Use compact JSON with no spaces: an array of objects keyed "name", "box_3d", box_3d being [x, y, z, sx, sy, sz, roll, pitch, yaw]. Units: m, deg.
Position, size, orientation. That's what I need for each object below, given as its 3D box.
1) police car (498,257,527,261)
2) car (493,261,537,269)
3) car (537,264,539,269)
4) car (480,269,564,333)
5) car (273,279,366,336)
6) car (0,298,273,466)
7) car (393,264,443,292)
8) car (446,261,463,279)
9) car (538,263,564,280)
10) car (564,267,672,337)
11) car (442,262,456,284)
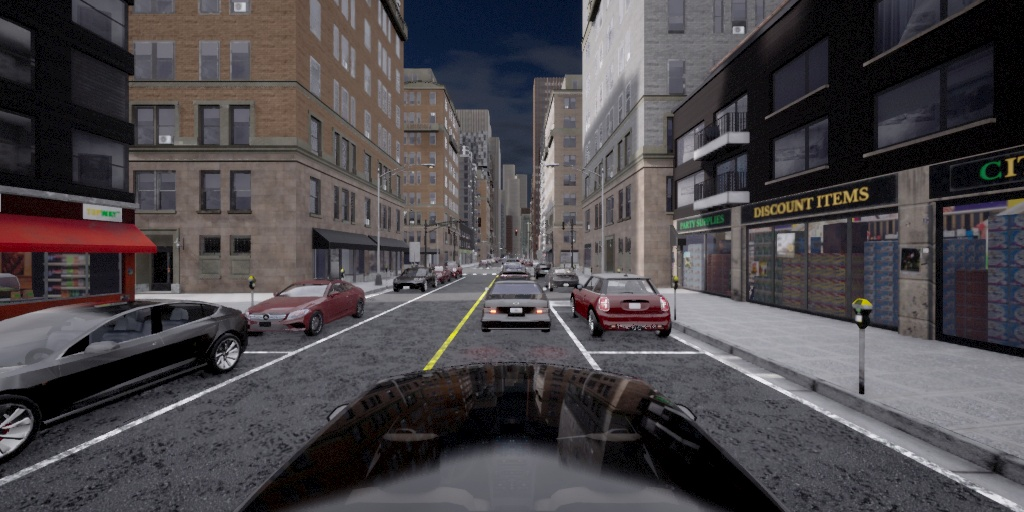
[{"name":"police car","box_3d":[0.057,1.178,31.311,1.930,1.638,5.238,0,0,0]},{"name":"car","box_3d":[0.136,1.242,21.291,2.128,1.511,4.902,0,0,0]},{"name":"car","box_3d":[2.917,1.319,32.302,1.948,1.339,4.313,0,0,0]},{"name":"car","box_3d":[0.113,1.297,10.769,2.033,1.411,5.357,0,0,0]},{"name":"car","box_3d":[-5.654,1.332,10.315,1.802,1.307,4.207,0,0,0]},{"name":"car","box_3d":[-5.665,1.316,4.813,1.948,1.339,4.313,0,0,0]},{"name":"car","box_3d":[-5.631,1.317,21.317,1.948,1.339,4.313,0,0,0]},{"name":"car","box_3d":[-5.609,1.193,32.320,1.967,1.591,4.097,0,0,0]},{"name":"car","box_3d":[2.894,1.301,21.299,2.007,1.370,4.403,0,0,0]},{"name":"car","box_3d":[2.872,1.190,10.297,1.967,1.591,4.097,0,0,0]},{"name":"car","box_3d":[-5.620,1.334,26.818,1.802,1.307,4.207,0,0,0]}]
